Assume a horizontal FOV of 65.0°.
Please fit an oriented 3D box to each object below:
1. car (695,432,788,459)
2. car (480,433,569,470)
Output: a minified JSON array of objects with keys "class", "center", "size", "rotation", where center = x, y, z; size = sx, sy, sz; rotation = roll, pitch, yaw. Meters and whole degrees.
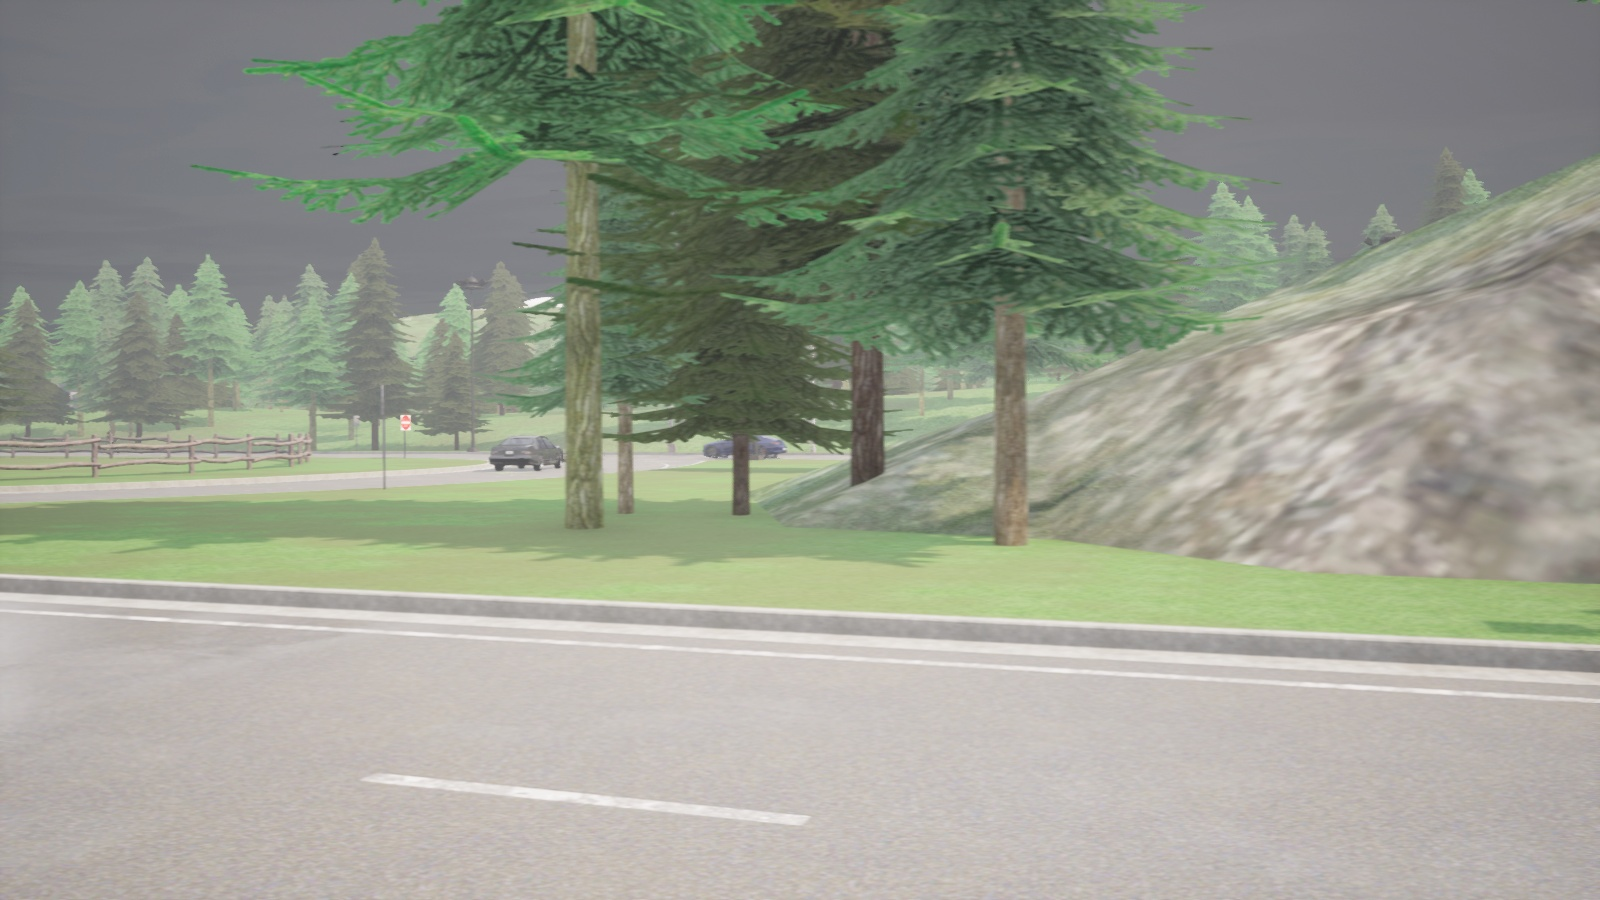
[{"class":"car","center":[-3.185,-0.256,68.452],"size":[4.674,1.442,1.812],"rotation":[1,1,19]},{"class":"car","center":[-11.028,0.021,50.689],"size":[2.033,1.411,5.357],"rotation":[0,1,4]}]
